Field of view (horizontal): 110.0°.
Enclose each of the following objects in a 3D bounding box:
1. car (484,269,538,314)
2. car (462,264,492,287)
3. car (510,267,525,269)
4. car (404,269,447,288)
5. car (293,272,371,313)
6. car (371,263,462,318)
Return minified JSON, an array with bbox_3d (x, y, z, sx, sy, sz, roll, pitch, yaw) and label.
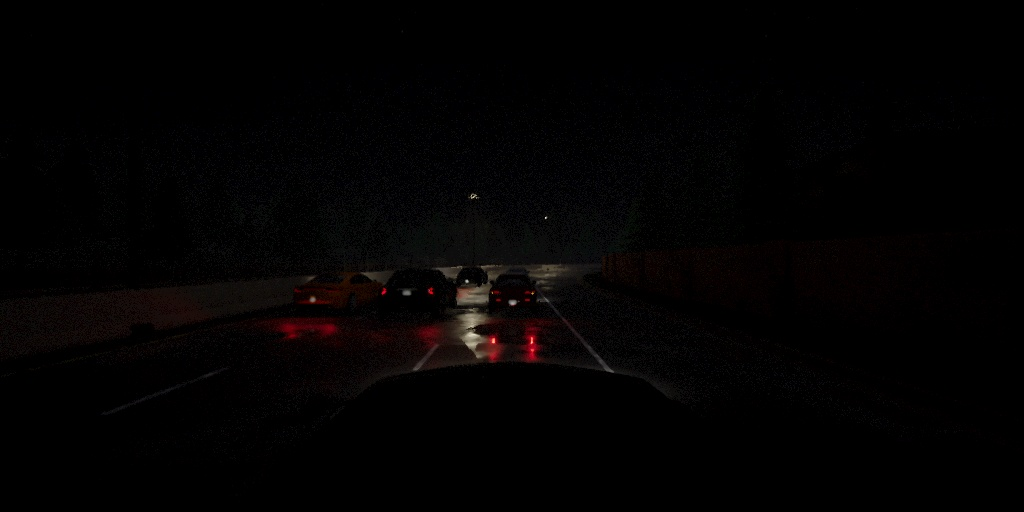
[{"bbox_3d":[0.047,1.455,14.727,1.812,1.442,4.674,0,-1,0],"label":"car"},{"bbox_3d":[-3.109,1.630,28.840,1.837,1.490,4.892,0,0,5],"label":"car"},{"bbox_3d":[0.451,1.657,29.417,1.812,1.442,4.674,0,-1,5],"label":"car"},{"bbox_3d":[-6.675,1.717,28.293,1.895,1.301,4.718,0,-1,5],"label":"car"},{"bbox_3d":[-6.953,1.411,15.024,1.882,1.535,5.008,0,-1,0],"label":"car"},{"bbox_3d":[-3.460,1.270,13.968,2.097,1.767,4.553,0,-1,0],"label":"car"}]
